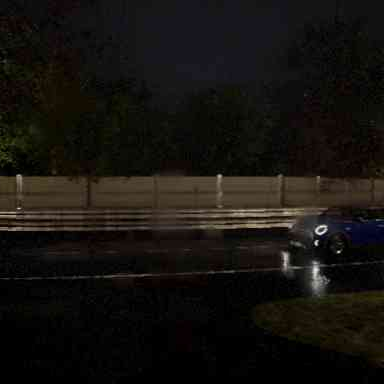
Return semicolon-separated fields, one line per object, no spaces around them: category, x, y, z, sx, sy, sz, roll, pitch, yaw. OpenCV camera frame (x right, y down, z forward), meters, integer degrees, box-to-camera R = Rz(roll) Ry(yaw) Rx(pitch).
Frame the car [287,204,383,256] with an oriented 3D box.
car;5.865;1.258;12.527;4.553;1.767;2.097;0;0;-19
